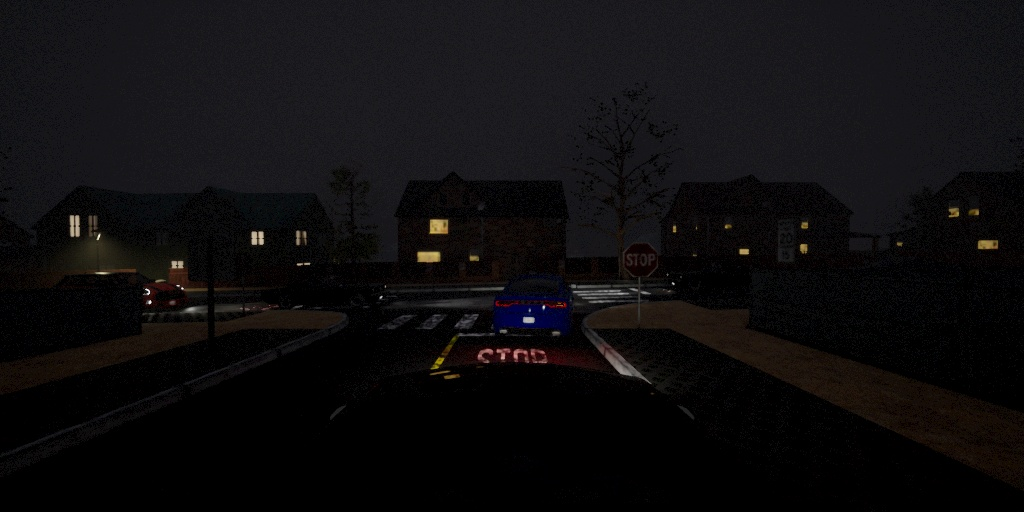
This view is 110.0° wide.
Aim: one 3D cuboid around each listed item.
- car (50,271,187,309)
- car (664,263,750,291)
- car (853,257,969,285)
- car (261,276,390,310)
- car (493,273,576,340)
[{"bbox_3d":[-16.806,1.474,15.354,4.553,1.767,2.097,-1,1,0],"label":"car"},{"bbox_3d":[10.402,1.037,18.303,4.718,1.301,1.895,-1,1,-1],"label":"car"},{"bbox_3d":[20.048,0.756,18.344,5.357,1.411,2.033,-1,1,0],"label":"car"},{"bbox_3d":[-7.818,1.509,15.367,4.718,1.301,1.895,-1,1,0],"label":"car"},{"bbox_3d":[0.782,1.228,10.163,1.882,1.535,5.008,0,0,10],"label":"car"}]
